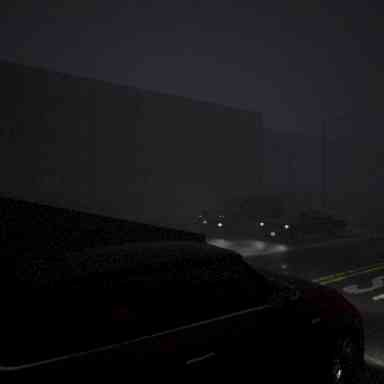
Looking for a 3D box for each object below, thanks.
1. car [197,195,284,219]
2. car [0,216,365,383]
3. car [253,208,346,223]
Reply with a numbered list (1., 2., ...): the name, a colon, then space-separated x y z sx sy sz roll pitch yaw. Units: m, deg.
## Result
1. car: 2.937 1.218 18.874 5.566 2.045 2.150 0 0 -35
2. car: -0.071 1.350 3.697 4.553 1.767 2.097 0 0 -36
3. car: 5.470 1.601 16.375 4.718 1.301 1.895 0 0 -35
